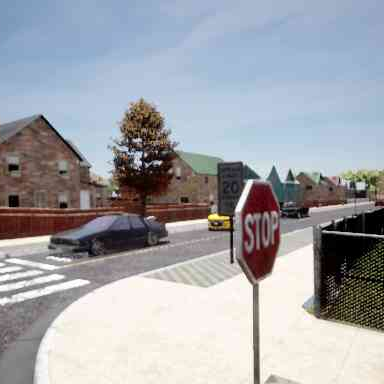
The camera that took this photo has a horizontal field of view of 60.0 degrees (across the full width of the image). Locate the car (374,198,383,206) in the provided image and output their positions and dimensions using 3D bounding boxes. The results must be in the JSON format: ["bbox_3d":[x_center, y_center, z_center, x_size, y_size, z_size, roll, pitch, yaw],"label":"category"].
[{"bbox_3d":[43.003,2.305,75.896,2.097,1.767,4.553,-1,-1,35],"label":"car"}]

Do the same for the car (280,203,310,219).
[{"bbox_3d":[10.525,1.904,33.903,1.882,1.535,5.008,-1,-1,35],"label":"car"}]

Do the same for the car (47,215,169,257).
[{"bbox_3d":[-3.221,1.696,14.045,2.033,1.411,5.357,-1,-1,35],"label":"car"}]

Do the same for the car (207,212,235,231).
[{"bbox_3d":[2.907,1.751,22.908,1.882,1.535,5.008,-1,-1,34],"label":"car"}]
